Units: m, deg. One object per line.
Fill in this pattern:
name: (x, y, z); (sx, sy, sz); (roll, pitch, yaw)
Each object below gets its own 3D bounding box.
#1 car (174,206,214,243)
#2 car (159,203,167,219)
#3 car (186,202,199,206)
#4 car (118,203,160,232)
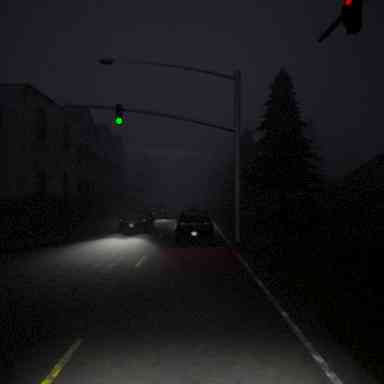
car: (0.101, 1.686, 17.364); (2.128, 1.511, 4.902); (0, -1, 0)
car: (-3.583, 1.883, 33.825); (1.837, 1.490, 4.892); (0, 0, 0)
car: (0.005, 2.108, 48.714); (1.994, 1.385, 4.181); (0, -1, 0)
car: (-3.592, 1.741, 22.190); (2.128, 1.511, 4.902); (0, -1, 0)
